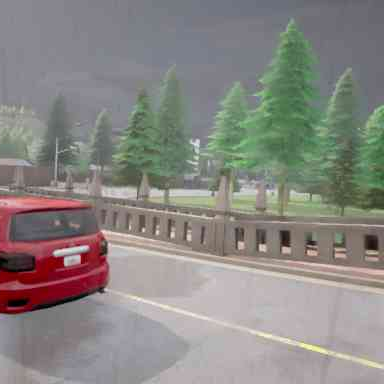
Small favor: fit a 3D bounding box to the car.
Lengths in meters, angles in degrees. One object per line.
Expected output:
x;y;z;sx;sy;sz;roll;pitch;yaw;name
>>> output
-4.112;1.091;6.901;5.566;2.045;2.150;3;2;35;car
